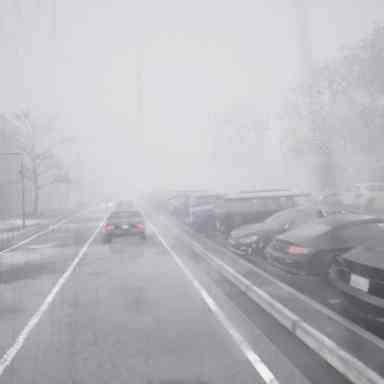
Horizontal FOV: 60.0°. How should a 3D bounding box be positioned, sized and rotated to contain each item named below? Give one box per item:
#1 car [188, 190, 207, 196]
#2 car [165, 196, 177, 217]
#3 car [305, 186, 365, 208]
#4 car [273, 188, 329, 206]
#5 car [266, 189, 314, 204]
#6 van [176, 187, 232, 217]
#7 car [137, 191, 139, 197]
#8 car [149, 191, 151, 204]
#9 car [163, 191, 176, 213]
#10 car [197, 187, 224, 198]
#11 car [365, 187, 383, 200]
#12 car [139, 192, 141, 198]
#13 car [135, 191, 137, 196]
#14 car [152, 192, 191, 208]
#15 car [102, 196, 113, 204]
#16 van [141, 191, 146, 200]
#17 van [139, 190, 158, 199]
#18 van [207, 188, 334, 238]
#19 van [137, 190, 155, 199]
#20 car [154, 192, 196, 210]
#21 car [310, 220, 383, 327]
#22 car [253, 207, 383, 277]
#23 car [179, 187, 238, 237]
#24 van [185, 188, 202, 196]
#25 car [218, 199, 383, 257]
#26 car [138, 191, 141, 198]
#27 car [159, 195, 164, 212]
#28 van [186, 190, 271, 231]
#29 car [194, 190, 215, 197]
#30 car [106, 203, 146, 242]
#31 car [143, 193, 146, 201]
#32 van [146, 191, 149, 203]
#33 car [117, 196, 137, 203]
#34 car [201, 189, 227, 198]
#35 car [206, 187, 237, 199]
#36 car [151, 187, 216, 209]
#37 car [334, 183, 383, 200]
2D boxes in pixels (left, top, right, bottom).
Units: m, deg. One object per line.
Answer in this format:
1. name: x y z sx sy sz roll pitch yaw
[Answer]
1. car: 1.339 0.328 87.713 4.674 1.452 2.002 -3 1 -11
2. car: 0.814 1.169 24.601 4.892 1.521 2.231 -3 1 -11
3. car: 13.001 0.408 30.396 4.553 1.767 2.185 -3 1 -11
4. car: 11.691 0.512 35.794 5.366 1.575 1.946 -3 1 -11
5. car: 11.325 0.493 38.553 4.892 1.521 2.231 -3 1 -11
6. van: 1.482 0.951 21.874 4.442 1.987 1.878 -3 1 -11
7. car: -9.224 0.926 74.043 4.892 1.521 2.231 -3 1 -11
8. car: -1.450 0.860 35.581 5.566 2.045 2.435 -3 1 -11
9. car: 0.288 1.026 27.353 4.553 1.767 2.185 -3 1 -11
10. car: 4.069 0.067 74.058 5.566 2.045 2.435 -3 1 -11
11. car: 14.816 0.566 22.266 5.366 1.575 1.946 -3 1 -11
12. car: -6.809 0.954 63.099 5.366 1.575 1.946 -3 1 -11
13. car: -9.761 0.667 76.798 5.566 2.045 2.435 -3 1 -11
14. car: -2.563 0.957 41.077 4.553 1.767 2.185 -3 1 -11
15. car: -16.070 1.470 63.268 1.994 1.385 4.181 -3 1 -11
16. van: -5.999 0.774 57.541 4.442 1.987 1.878 -3 1 -11
17. van: -10.789 0.678 82.311 4.442 1.987 1.878 -3 1 -11
18. van: 3.156 0.993 13.635 4.442 1.987 1.878 -3 1 -11
19. van: -12.129 0.678 87.760 4.442 1.987 1.878 -3 1 -11
20. car: -2.005 0.971 38.330 4.553 1.767 2.185 -3 1 -11
21. car: 4.756 1.272 5.370 4.792 1.488 2.163 -3 0 -11
22. car: 4.167 1.280 8.116 4.674 1.452 2.002 -3 1 -11
23. car: 2.456 0.961 16.350 5.566 2.045 2.435 -3 1 -11
24. van: 0.338 0.046 93.195 4.442 1.987 1.878 -3 1 -11
25. car: 3.616 1.233 10.864 4.892 1.521 2.231 -3 1 -11
26. car: -7.552 0.952 65.805 5.008 1.535 2.097 -3 1 -11
27. car: -0.296 1.178 30.096 4.674 1.452 2.002 -3 1 -11
28. van: 2.040 0.965 19.127 4.442 1.987 1.878 -3 1 -11
29. car: 2.973 0.335 79.518 4.792 1.488 2.163 -3 1 -11
30. car: -3.283 1.518 16.525 2.033 1.411 5.357 -3 1 -11
31. car: -4.206 1.038 49.325 5.008 1.535 2.097 -3 1 -11
32. van: -3.767 0.832 46.553 4.442 1.987 1.878 -3 1 -11
33. car: -7.270 1.450 36.443 1.994 1.385 4.181 -3 1 -11
34. car: 4.657 0.327 71.335 5.008 1.535 2.097 -3 1 -11
35. car: 5.730 0.100 65.869 5.566 2.045 2.435 -3 1 -11
36. car: -0.892 0.874 32.834 5.566 2.045 2.435 -3 1 -11
37. car: 14.099 0.312 24.952 5.566 2.045 2.435 -3 1 -11
